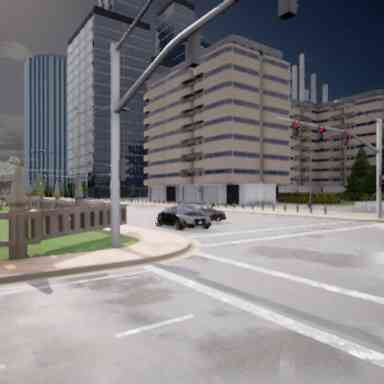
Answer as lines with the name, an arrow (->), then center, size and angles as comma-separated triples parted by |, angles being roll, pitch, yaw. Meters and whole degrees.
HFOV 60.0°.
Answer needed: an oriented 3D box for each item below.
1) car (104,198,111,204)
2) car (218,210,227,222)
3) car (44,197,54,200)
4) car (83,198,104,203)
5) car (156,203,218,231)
car -> -11.432, 1.508, 41.944 | 1.812, 1.442, 4.674 | 0, 0, -36
car -> 0.305, 1.530, 25.437 | 2.033, 1.411, 5.357 | 0, 0, -35
car -> -21.949, 1.550, 50.812 | 1.812, 1.442, 4.674 | 0, 0, -35
car -> -11.782, 1.478, 36.379 | 2.128, 1.511, 4.902 | 0, 0, -35
car -> -0.587, 1.551, 20.463 | 1.994, 1.385, 4.181 | 0, 0, -32
